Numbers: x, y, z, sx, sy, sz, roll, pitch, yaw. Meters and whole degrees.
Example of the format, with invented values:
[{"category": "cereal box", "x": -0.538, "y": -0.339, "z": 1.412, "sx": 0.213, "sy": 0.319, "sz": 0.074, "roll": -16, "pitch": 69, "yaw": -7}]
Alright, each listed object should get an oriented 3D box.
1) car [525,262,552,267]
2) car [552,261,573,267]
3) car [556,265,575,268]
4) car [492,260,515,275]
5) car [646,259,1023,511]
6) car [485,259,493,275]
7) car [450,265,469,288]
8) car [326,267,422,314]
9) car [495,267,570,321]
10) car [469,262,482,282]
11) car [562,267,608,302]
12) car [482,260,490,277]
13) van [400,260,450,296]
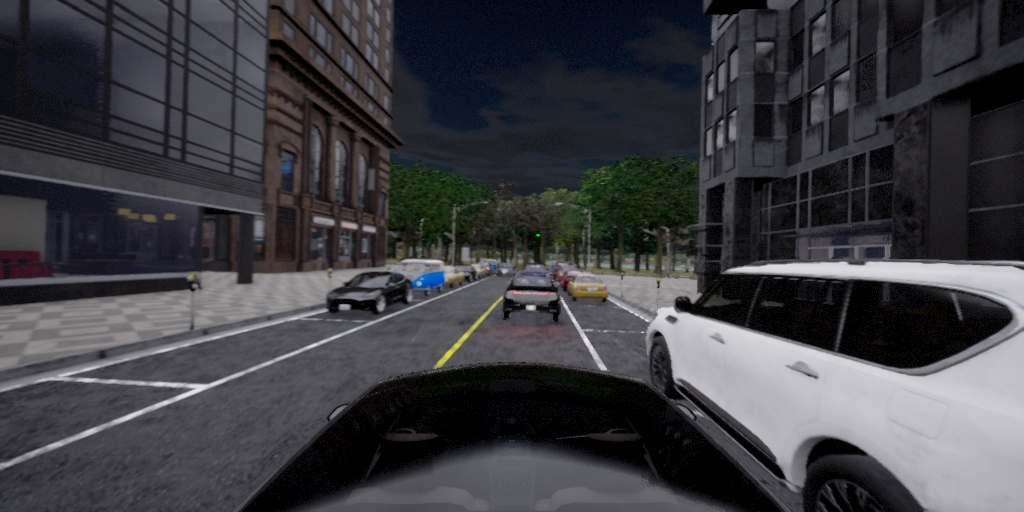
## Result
[{"category": "car", "x": 1.756, "y": 1.321, "z": 27.711, "sx": 2.097, "sy": 1.767, "sz": 4.553, "roll": 1, "pitch": 0, "yaw": 4}, {"category": "car", "x": 4.502, "y": 1.491, "z": 29.161, "sx": 1.967, "sy": 1.591, "sz": 4.097, "roll": 0, "pitch": 0, "yaw": 4}, {"category": "car", "x": 4.126, "y": 1.549, "z": 23.737, "sx": 1.888, "sy": 1.381, "sz": 4.507, "roll": 0, "pitch": 0, "yaw": 4}, {"category": "car", "x": -0.575, "y": 1.480, "z": 39.491, "sx": 2.128, "sy": 1.511, "sz": 4.902, "roll": 1, "pitch": 0, "yaw": 5}, {"category": "car", "x": 3.087, "y": 1.063, "z": 3.438, "sx": 2.150, "sy": 2.045, "sz": 5.566, "roll": 1, "pitch": 0, "yaw": 4}, {"category": "car", "x": -3.246, "y": 1.366, "z": 40.601, "sx": 1.967, "sy": 1.591, "sz": 4.097, "roll": 0, "pitch": 0, "yaw": 4}, {"category": "car", "x": -4.388, "y": 1.310, "z": 24.159, "sx": 1.751, "sy": 1.417, "sz": 4.829, "roll": 0, "pitch": 0, "yaw": 4}, {"category": "car", "x": -5.129, "y": 1.258, "z": 13.480, "sx": 1.948, "sy": 1.339, "sz": 4.313, "roll": 0, "pitch": 0, "yaw": 4}, {"category": "car", "x": 0.734, "y": 1.336, "z": 13.053, "sx": 2.128, "sy": 1.511, "sz": 4.902, "roll": 1, "pitch": 0, "yaw": 4}, {"category": "car", "x": -4.000, "y": 1.397, "z": 29.753, "sx": 1.948, "sy": 1.339, "sz": 4.313, "roll": 0, "pitch": 0, "yaw": 4}, {"category": "car", "x": 3.761, "y": 1.483, "z": 18.482, "sx": 1.751, "sy": 1.417, "sz": 4.829, "roll": 0, "pitch": 0, "yaw": 4}, {"category": "car", "x": -3.635, "y": 1.404, "z": 35.008, "sx": 1.751, "sy": 1.417, "sz": 4.829, "roll": 0, "pitch": 0, "yaw": 4}, {"category": "van", "x": -4.753, "y": 1.079, "z": 18.904, "sx": 1.690, "sy": 1.789, "sz": 3.998, "roll": 0, "pitch": 0, "yaw": 4}]
